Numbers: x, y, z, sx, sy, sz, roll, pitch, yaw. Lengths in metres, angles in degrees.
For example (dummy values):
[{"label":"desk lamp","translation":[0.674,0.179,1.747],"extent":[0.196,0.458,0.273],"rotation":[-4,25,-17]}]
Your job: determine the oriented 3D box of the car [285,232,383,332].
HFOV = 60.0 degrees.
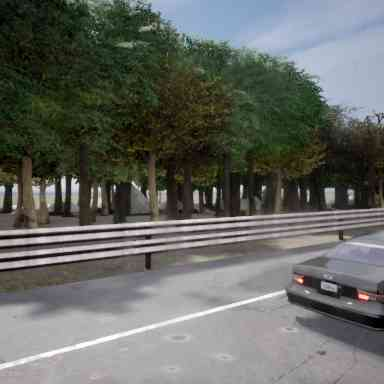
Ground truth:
[{"label":"car","translation":[4.209,1.547,6.727],"extent":[5.357,1.411,2.033],"rotation":[0,0,-36]}]
